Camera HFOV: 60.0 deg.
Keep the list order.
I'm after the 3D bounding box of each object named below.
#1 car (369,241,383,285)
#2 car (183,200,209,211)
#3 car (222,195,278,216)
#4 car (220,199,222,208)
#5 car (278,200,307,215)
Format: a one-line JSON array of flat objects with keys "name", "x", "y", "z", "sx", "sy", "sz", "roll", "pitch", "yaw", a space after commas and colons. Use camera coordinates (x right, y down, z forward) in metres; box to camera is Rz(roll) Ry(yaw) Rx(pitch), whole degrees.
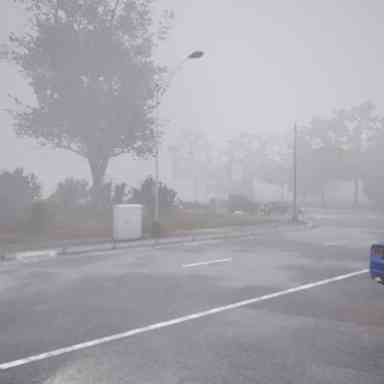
[{"name": "car", "x": 6.416, "y": 1.508, "z": 8.327, "sx": 5.008, "sy": 1.535, "sz": 1.882, "roll": 0, "pitch": 0, "yaw": -36}, {"name": "car", "x": 0.628, "y": 1.665, "z": 42.923, "sx": 1.895, "sy": 1.301, "sz": 4.718, "roll": 0, "pitch": 0, "yaw": -33}, {"name": "car", "x": 5.891, "y": 1.295, "z": 34.697, "sx": 2.150, "sy": 2.045, "sz": 5.566, "roll": 0, "pitch": 0, "yaw": -31}, {"name": "car", "x": 4.706, "y": 1.583, "z": 43.039, "sx": 1.837, "sy": 1.490, "sz": 4.892, "roll": 0, "pitch": 0, "yaw": -32}, {"name": "car", "x": 9.761, "y": 1.576, "z": 35.095, "sx": 2.128, "sy": 1.511, "sz": 4.902, "roll": 0, "pitch": 0, "yaw": -33}]
